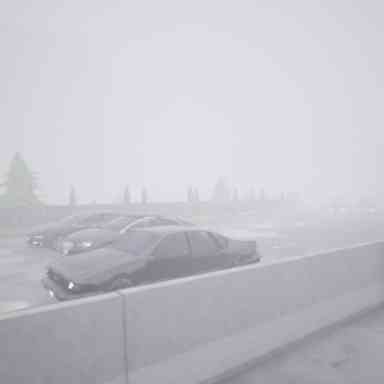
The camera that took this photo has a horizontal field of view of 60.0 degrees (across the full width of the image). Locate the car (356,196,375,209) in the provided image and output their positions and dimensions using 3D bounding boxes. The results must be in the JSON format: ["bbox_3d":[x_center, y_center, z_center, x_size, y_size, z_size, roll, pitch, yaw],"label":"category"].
[{"bbox_3d":[24.396,1.378,46.897,2.097,1.767,4.553,0,0,23],"label":"car"}]

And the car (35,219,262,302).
[{"bbox_3d":[-0.617,1.572,8.069,5.357,1.411,2.033,0,0,-38],"label":"car"}]

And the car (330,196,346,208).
[{"bbox_3d":[20.854,1.395,47.541,2.097,1.767,4.553,0,0,23],"label":"car"}]

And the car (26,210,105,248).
[{"bbox_3d":[-4.333,1.560,14.119,4.892,1.490,1.837,0,0,-39],"label":"car"}]

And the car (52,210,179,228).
[{"bbox_3d":[-1.920,1.530,11.591,4.902,1.511,2.128,0,0,-39],"label":"car"}]
